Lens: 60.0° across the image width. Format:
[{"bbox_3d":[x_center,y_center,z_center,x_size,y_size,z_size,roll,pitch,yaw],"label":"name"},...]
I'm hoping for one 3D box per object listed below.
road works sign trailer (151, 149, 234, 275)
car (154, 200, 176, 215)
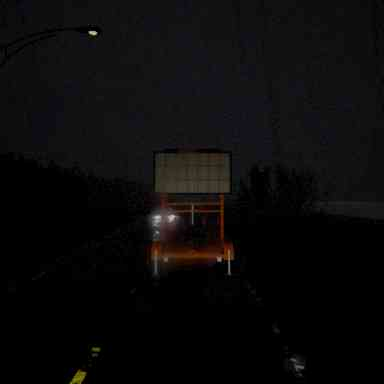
[{"bbox_3d":[0.019,0.471,10.417,2.380,3.560,2.880,0,0,0],"label":"road works sign trailer"},{"bbox_3d":[-2.689,1.568,34.196,1.812,1.442,4.674,0,0,0],"label":"car"}]
